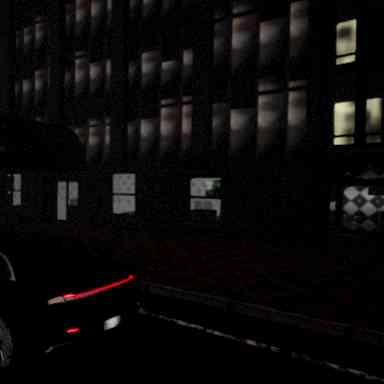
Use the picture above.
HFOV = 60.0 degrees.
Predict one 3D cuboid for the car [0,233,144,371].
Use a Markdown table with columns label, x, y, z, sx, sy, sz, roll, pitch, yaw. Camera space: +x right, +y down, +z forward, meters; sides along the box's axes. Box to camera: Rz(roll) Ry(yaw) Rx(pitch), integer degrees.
| label | x | y | z | sx | sy | sz | roll | pitch | yaw |
| --- | --- | --- | --- | --- | --- | --- | --- | --- | --- |
| car | -3.038 | 1.456 | 5.641 | 4.902 | 1.511 | 2.128 | 0 | 0 | 34 |
